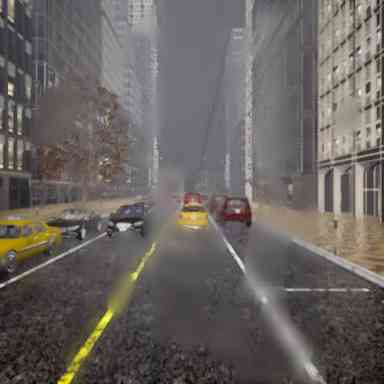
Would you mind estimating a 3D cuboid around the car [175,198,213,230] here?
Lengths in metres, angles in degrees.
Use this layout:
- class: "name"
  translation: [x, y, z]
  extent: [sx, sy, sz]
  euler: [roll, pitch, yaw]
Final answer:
- class: "car"
  translation: [0.096, 1.367, 20.347]
  extent: [1.801, 1.575, 5.366]
  euler: [0, 0, 0]

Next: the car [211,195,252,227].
- class: "car"
  translation: [2.690, 1.219, 21.986]
  extent: [2.192, 1.841, 5.009]
  euler: [0, 0, 0]

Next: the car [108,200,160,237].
- class: "car"
  translation: [-3.104, 1.416, 17.446]
  extent: [2.128, 1.511, 4.902]
  euler: [0, 0, 0]

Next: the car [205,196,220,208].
- class: "car"
  translation: [2.685, 1.322, 44.925]
  extent: [1.752, 1.417, 4.829]
  euler: [0, 0, 0]

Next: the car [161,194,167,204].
- class: "car"
  translation: [-5.697, 1.322, 56.150]
  extent: [1.802, 1.307, 4.206]
  euler: [0, 0, 0]

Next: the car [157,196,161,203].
- class: "car"
  translation: [-5.696, 1.363, 44.767]
  extent: [1.947, 1.339, 4.313]
  euler: [0, 0, 0]

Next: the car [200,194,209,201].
- class: "car"
  translation: [2.681, 1.217, 73.216]
  extent: [1.947, 1.339, 4.313]
  euler: [0, 0, 0]

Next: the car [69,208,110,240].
- class: "car"
  translation: [-5.691, 1.480, 16.305]
  extent: [2.008, 1.369, 4.403]
  euler: [0, 0, 0]

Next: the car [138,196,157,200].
- class: "car"
  translation: [-5.694, 1.376, 39.074]
  extent: [2.008, 1.369, 4.403]
  euler: [0, 0, 0]

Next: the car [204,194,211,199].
- class: "car"
  translation: [2.688, 1.167, 33.371]
  extent: [2.192, 1.841, 5.009]
  euler: [0, 0, 0]

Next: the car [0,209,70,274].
- class: "car"
  translation: [-5.690, 1.480, 10.442]
  extent: [1.752, 1.417, 4.829]
  euler: [0, 0, 0]

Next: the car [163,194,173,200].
- class: "car"
  translation: [-5.701, 1.165, 78.919]
  extent: [1.887, 1.381, 4.507]
  euler: [0, 0, 0]

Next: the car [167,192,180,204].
- class: "car"
  translation: [-3.063, 1.252, 58.706]
  extent: [1.812, 1.442, 4.674]
  euler: [0, 0, 0]

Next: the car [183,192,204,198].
- class: "car"
  translation: [0.091, 1.029, 41.377]
  extent: [2.150, 2.045, 5.566]
  euler: [0, -1, 0]

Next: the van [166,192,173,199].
- class: "van"
  translation: [-5.701, 0.930, 84.611]
  extent: [1.690, 1.788, 3.998]
  euler: [0, 0, 0]
